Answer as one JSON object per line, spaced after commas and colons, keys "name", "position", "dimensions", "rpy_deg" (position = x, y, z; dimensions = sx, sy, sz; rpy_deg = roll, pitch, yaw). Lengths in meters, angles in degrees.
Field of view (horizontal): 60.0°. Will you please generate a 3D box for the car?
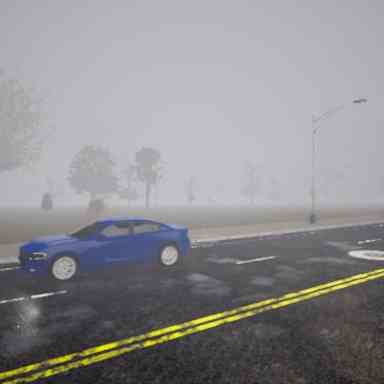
{"name": "car", "position": [-2.381, 1.485, 9.945], "dimensions": [5.008, 1.535, 1.882], "rpy_deg": [-1, 0, -35]}
